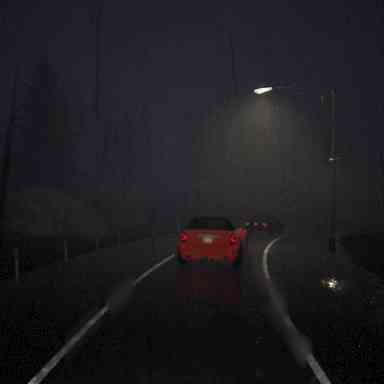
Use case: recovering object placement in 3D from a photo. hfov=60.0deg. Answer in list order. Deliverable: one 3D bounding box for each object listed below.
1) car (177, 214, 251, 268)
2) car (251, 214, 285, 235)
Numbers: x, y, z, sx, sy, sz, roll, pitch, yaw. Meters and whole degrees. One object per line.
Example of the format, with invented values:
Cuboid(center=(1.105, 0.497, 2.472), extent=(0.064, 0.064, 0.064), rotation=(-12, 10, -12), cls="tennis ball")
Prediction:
Cuboid(center=(0.959, 1.610, 12.541), extent=(2.097, 1.767, 4.553), rotation=(0, -2, 13), cls="car")
Cuboid(center=(5.577, 2.408, 25.154), extent=(2.033, 1.411, 5.357), rotation=(0, -3, 28), cls="car")
